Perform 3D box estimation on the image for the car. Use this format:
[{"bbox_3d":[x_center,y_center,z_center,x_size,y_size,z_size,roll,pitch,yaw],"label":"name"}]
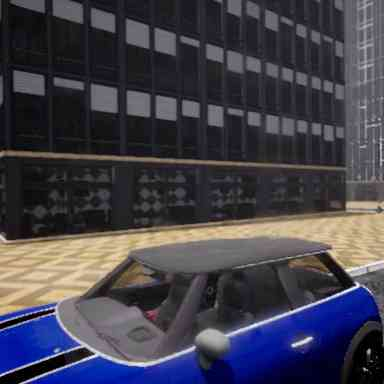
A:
[{"bbox_3d":[-0.075,1.344,3.326,4.553,1.767,2.097,0,0,-36],"label":"car"}]
